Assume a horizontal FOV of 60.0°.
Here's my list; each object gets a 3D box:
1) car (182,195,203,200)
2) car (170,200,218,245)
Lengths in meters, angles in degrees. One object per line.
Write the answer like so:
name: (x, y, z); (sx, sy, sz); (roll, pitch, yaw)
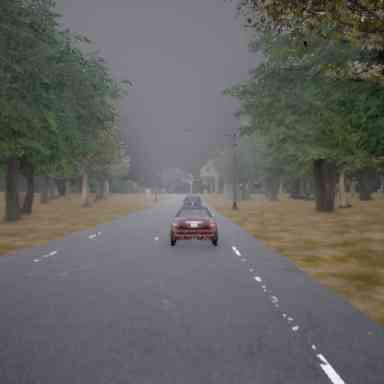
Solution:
car: (0.064, 1.417, 38.528); (2.150, 2.045, 5.566); (0, 0, 0)
car: (0.085, 1.442, 16.259); (2.097, 1.767, 4.553); (0, 0, 0)
